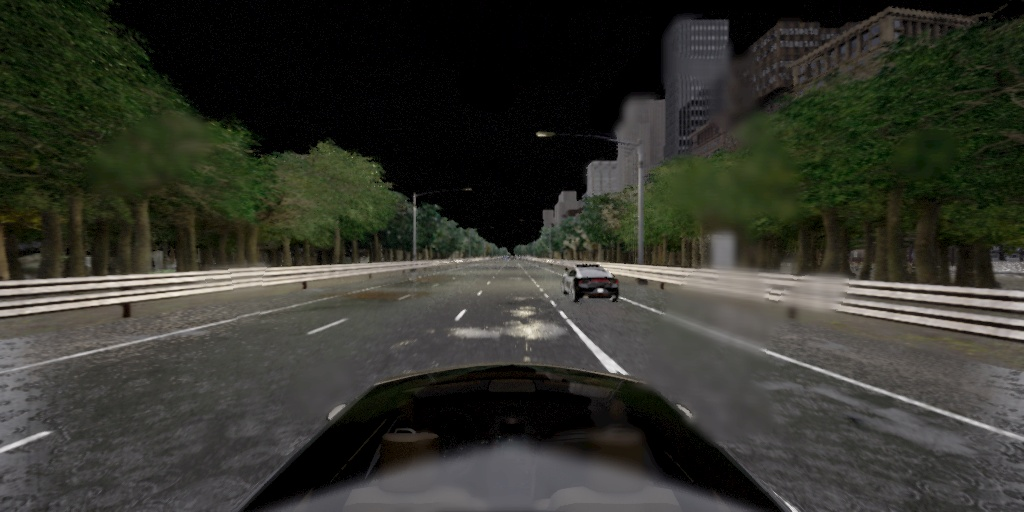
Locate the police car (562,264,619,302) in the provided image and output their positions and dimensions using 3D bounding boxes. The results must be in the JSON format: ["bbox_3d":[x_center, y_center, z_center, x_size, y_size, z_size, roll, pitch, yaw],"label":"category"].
[{"bbox_3d":[3.566,1.193,17.143,1.930,1.638,5.238,0,0,-1],"label":"police car"}]
